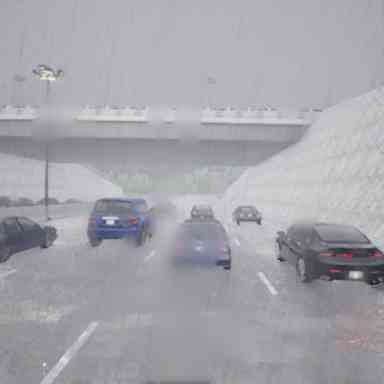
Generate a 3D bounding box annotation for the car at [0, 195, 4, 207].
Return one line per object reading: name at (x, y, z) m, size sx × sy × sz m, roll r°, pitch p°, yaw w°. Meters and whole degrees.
car at (-26.793, 1.267, 45.739) m, size 2.097 × 1.767 × 4.553 m, roll 1°, pitch 0°, yaw 2°

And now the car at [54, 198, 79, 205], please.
car at (-16.314, 1.604, 45.367) m, size 2.033 × 1.411 × 5.357 m, roll 1°, pitch 0°, yaw 2°

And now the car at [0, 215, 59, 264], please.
car at (-6.666, 1.529, 11.682) m, size 2.033 × 1.411 × 5.357 m, roll 1°, pitch 0°, yaw 2°

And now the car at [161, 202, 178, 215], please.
car at (-2.528, 1.690, 32.436) m, size 1.812 × 1.442 × 4.674 m, roll 1°, pitch 0°, yaw 2°

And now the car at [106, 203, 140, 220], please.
car at (-6.107, 1.702, 29.913) m, size 1.895 × 1.301 × 4.718 m, roll 1°, pitch 0°, yaw 2°

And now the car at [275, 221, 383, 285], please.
car at (3.776, 1.618, 9.886) m, size 1.837 × 1.490 × 4.892 m, roll 1°, pitch 0°, yaw 2°

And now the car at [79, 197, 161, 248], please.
car at (-3.031, 1.274, 15.375) m, size 2.150 × 2.045 × 5.566 m, roll 1°, pitch -1°, yaw 2°

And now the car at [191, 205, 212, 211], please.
car at (0.890, 1.795, 29.705) m, size 1.895 × 1.301 × 4.718 m, roll 1°, pitch 0°, yaw 2°

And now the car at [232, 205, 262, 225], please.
car at (4.276, 1.768, 26.361) m, size 2.033 × 1.411 × 5.357 m, roll 1°, pitch 0°, yaw 2°

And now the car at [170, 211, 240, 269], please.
car at (0.331, 1.623, 11.473) m, size 2.033 × 1.411 × 5.357 m, roll 1°, pitch 0°, yaw 2°

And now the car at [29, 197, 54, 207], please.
car at (-19.803, 1.517, 45.666) m, size 1.837 × 1.490 × 4.892 m, roll 1°, pitch -1°, yaw 2°

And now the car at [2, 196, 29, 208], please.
car at (-23.308, 1.487, 45.477) m, size 1.812 × 1.442 × 4.674 m, roll 1°, pitch 0°, yaw 2°
